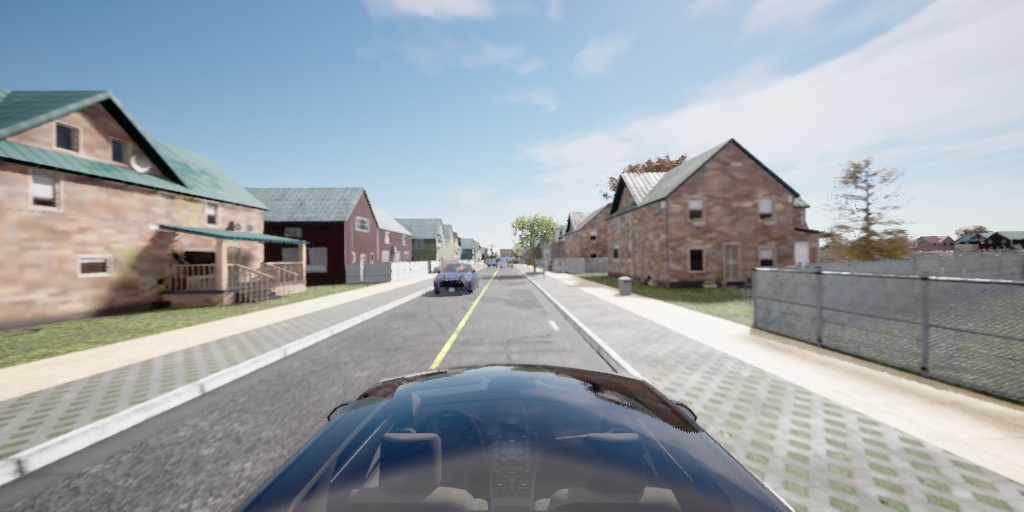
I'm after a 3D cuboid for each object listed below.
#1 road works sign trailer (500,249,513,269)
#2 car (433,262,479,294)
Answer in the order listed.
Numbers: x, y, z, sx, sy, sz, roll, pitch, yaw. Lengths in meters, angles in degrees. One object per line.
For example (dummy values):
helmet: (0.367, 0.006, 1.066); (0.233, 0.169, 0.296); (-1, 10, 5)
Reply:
road works sign trailer: (-0.982, 0.472, 65.224); (2.380, 3.560, 2.880); (0, 0, -1)
car: (-3.117, 1.160, 20.565); (2.097, 1.767, 4.553); (-1, 0, -1)
